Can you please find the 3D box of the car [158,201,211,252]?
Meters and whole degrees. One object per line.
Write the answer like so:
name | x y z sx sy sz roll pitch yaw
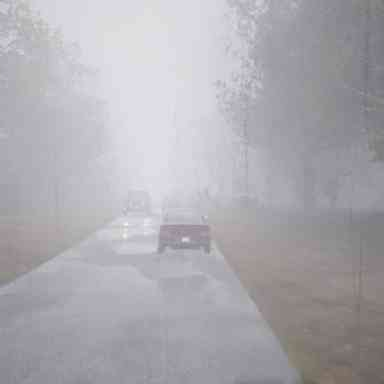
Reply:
car | -0.349 1.378 13.446 1.882 1.535 5.008 1 1 -3

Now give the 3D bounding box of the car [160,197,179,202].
car | -2.122 1.148 32.734 2.033 1.411 5.357 2 1 -7

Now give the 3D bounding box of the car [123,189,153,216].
car | -4.509 0.806 27.981 2.150 2.045 5.566 2 1 -7

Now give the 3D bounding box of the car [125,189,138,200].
car | -12.647 0.495 69.611 2.150 2.045 5.566 2 0 -16
